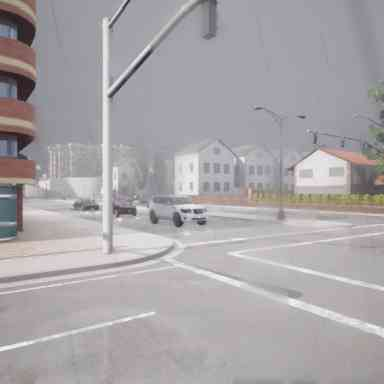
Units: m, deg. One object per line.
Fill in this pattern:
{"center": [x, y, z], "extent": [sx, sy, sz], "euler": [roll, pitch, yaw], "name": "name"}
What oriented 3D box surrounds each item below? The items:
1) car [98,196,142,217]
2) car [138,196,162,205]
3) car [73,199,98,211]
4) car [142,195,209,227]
{"center": [-7.013, 1.476, 32.010], "extent": [1.882, 1.535, 5.008], "euler": [0, 0, -34], "name": "car"}
{"center": [-7.683, 1.547, 59.728], "extent": [2.033, 1.411, 5.357], "euler": [0, 0, -35], "name": "car"}
{"center": [-13.053, 1.547, 40.772], "extent": [2.033, 1.411, 5.357], "euler": [0, 0, -35], "name": "car"}
{"center": [-1.110, 1.221, 23.468], "extent": [2.150, 2.045, 5.566], "euler": [0, 0, -35], "name": "car"}
